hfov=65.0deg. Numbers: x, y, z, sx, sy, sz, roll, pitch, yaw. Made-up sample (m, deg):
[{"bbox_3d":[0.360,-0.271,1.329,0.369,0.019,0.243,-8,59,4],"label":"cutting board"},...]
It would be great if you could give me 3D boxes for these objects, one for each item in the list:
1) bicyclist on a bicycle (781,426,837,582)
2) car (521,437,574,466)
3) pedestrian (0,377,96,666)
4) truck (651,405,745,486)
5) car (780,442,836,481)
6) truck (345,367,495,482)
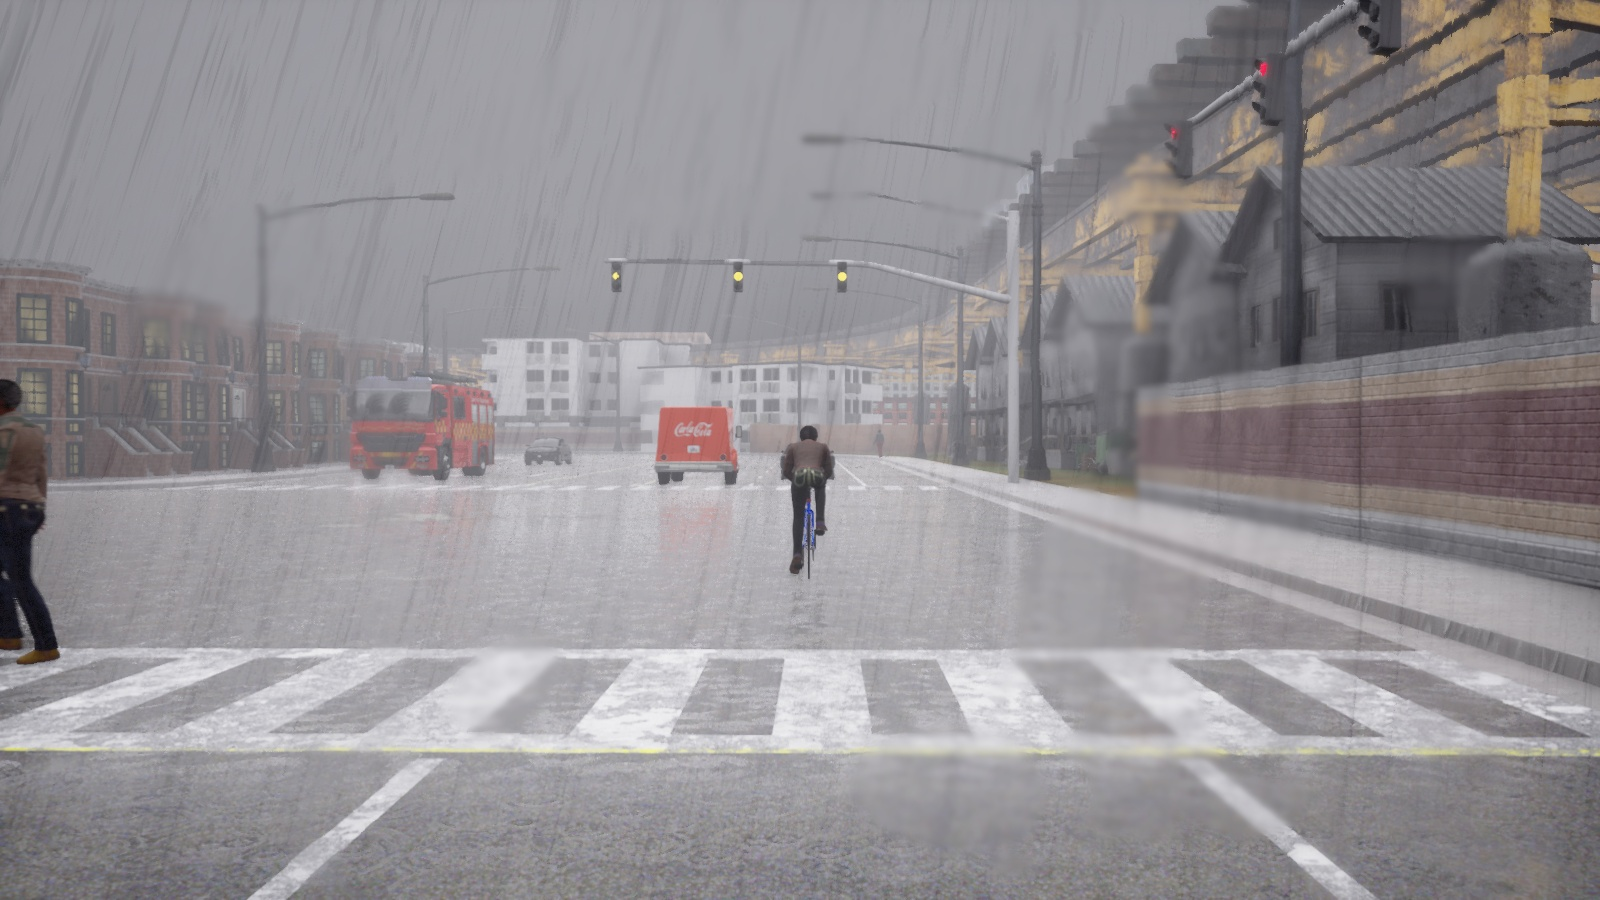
[{"bbox_3d":[0.095,0.556,13.874,0.582,1.620,1.656,0,0,0],"label":"bicyclist on a bicycle"},{"bbox_3d":[-13.595,0.045,67.861,1.837,1.490,4.892,0,1,0],"label":"car"},{"bbox_3d":[-5.023,0.445,8.008,0.869,1.805,0.328,0,1,-3],"label":"pedestrian"},{"bbox_3d":[-3.249,-0.165,41.200,2.627,2.467,5.204,0,1,0],"label":"truck"},{"bbox_3d":[0.271,0.386,44.926,1.895,1.301,4.718,0,1,0],"label":"car"},{"bbox_3d":[-13.720,-0.903,46.207,2.891,3.827,8.468,0,1,0],"label":"truck"}]
